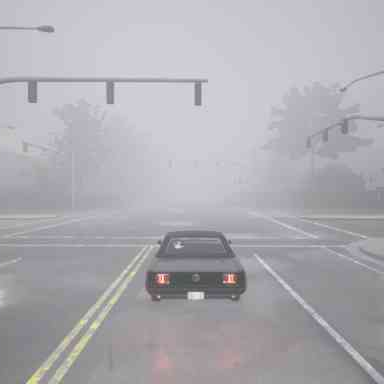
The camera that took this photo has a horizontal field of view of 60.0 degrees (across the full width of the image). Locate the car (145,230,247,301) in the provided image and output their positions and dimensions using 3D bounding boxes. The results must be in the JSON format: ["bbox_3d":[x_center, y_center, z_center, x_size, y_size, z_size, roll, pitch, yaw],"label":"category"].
[{"bbox_3d":[0.065,1.601,8.280,1.895,1.301,4.718,0,0,0],"label":"car"}]
